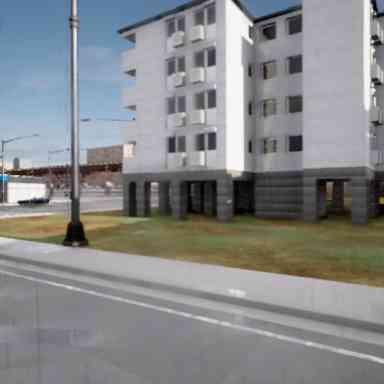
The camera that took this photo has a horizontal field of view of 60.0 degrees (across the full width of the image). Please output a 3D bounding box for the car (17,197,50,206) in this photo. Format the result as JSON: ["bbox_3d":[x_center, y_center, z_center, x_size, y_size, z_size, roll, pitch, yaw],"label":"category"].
[{"bbox_3d":[-24.286,1.404,51.016,1.895,1.301,4.718,0,0,21],"label":"car"}]
